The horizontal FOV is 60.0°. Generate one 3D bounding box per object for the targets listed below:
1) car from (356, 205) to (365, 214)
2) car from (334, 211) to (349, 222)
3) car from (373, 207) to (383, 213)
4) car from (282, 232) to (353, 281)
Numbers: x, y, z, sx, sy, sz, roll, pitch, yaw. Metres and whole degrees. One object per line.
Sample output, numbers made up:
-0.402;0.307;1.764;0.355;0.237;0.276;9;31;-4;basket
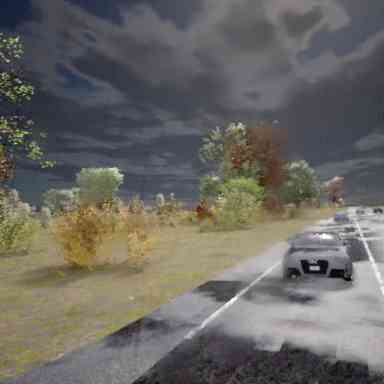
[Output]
42.079;4.677;82.983;1.812;1.442;4.674;-5;-4;28;car
21.268;3.471;47.328;1.812;1.442;4.674;-4;-4;25;car
44.656;4.350;80.008;1.837;1.490;4.892;-4;-4;25;car
4.410;2.096;11.525;1.994;1.385;4.181;-4;-4;25;car
